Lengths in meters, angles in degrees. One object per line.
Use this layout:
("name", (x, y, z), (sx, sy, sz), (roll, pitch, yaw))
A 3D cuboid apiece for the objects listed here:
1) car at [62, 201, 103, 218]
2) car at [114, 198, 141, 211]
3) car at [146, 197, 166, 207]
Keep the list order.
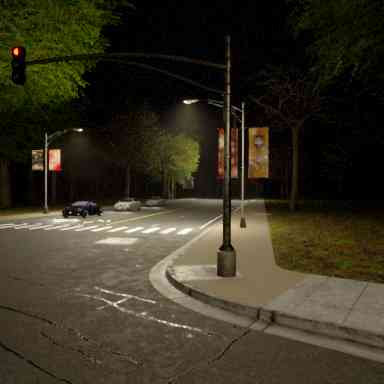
("car", (-9.439, 1.488, 28.921), (1.994, 1.385, 4.181), (0, 0, 13))
("car", (-7.367, 1.428, 38.765), (1.812, 1.442, 4.674), (0, 0, 12))
("car", (-5.249, 1.406, 48.765), (1.812, 1.442, 4.674), (0, 0, 12))
